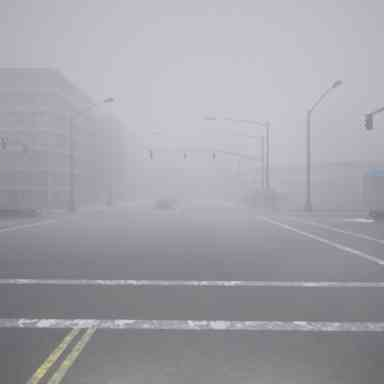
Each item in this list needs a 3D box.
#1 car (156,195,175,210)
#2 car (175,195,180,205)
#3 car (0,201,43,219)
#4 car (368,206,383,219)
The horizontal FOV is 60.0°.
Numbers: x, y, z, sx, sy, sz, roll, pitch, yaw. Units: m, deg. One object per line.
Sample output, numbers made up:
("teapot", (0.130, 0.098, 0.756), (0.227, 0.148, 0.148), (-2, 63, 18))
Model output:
("car", (-3.597, 1.456, 43.472), (1.882, 1.535, 5.008), (0, 0, 0))
("car", (-3.583, 1.450, 56.493), (1.882, 1.535, 5.008), (0, 1, 0))
("car", (-14.743, 1.484, 27.678), (4.181, 1.385, 1.994), (0, 0, 0))
("car", (16.404, 1.551, 26.446), (4.181, 1.385, 1.994), (0, 0, 0))
